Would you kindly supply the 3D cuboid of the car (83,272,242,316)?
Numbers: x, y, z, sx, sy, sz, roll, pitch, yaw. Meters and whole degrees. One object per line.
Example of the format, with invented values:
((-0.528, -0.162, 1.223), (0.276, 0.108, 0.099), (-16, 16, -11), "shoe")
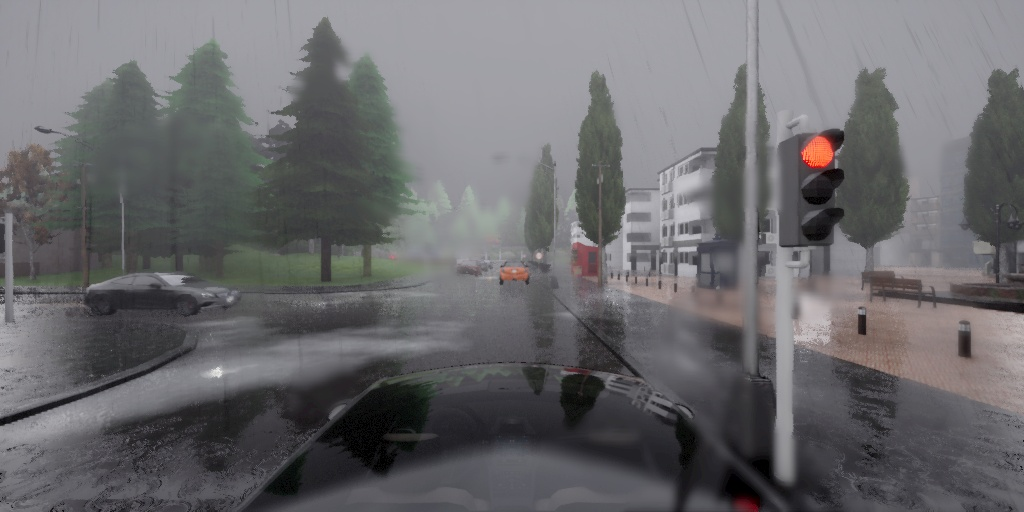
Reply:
((-12.239, 1.276, 12.687), (4.674, 1.442, 1.812), (0, 0, 1), "car")

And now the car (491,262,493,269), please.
((-4.039, 1.276, 55.776), (1.812, 1.442, 4.674), (0, 0, 0), "car")

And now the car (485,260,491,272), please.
((-4.081, 1.314, 45.649), (1.994, 1.385, 4.181), (0, 0, 0), "car")

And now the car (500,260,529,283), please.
((0.156, 1.102, 27.532), (2.097, 1.767, 4.553), (0, 0, 0), "car")

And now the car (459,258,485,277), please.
((-4.095, 1.228, 35.729), (1.882, 1.535, 5.008), (0, 0, 0), "car")
